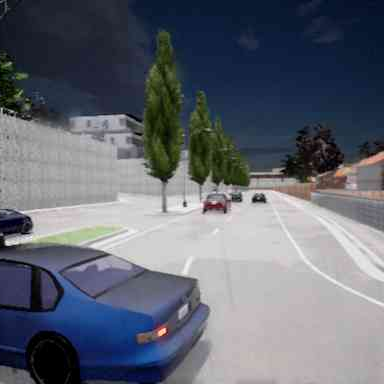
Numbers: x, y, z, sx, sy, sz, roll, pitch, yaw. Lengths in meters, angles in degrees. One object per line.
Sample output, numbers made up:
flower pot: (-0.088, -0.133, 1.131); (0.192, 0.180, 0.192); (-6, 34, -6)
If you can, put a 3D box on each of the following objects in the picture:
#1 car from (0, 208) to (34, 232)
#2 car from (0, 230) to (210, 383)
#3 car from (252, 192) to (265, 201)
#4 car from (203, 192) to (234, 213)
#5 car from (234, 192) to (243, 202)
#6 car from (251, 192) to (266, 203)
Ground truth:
car: (-9.255, 1.435, 15.104); (1.994, 1.385, 4.181); (0, 1, 13)
car: (-2.474, 1.498, 4.867); (5.357, 1.411, 2.033); (0, 1, 20)
car: (11.139, 0.747, 55.523); (1.994, 1.385, 4.181); (0, 1, 12)
car: (2.322, 0.933, 30.370); (2.097, 1.767, 4.553); (0, 1, 12)
car: (6.893, 0.755, 51.896); (2.128, 1.511, 4.902); (0, 1, 12)
car: (9.482, 0.867, 47.293); (1.994, 1.385, 4.181); (0, 1, 13)
